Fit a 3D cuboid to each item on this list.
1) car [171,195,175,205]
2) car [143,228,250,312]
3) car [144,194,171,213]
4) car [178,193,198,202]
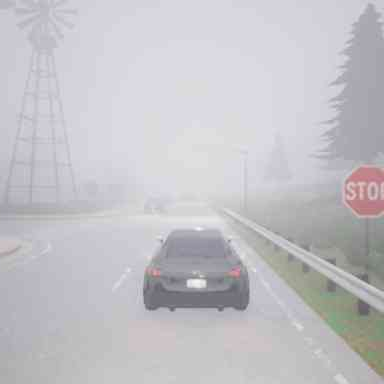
[{"bbox_3d":[-3.507,1.130,49.272,1.837,1.490,4.892,0,0,0],"label":"car"},{"bbox_3d":[0.079,1.500,7.656,1.994,1.385,4.181,0,0,0],"label":"car"},{"bbox_3d":[-3.595,1.219,33.095,2.128,1.511,4.902,0,1,0],"label":"car"},{"bbox_3d":[-0.780,0.997,60.316,2.128,1.511,4.902,0,1,-29],"label":"car"}]
